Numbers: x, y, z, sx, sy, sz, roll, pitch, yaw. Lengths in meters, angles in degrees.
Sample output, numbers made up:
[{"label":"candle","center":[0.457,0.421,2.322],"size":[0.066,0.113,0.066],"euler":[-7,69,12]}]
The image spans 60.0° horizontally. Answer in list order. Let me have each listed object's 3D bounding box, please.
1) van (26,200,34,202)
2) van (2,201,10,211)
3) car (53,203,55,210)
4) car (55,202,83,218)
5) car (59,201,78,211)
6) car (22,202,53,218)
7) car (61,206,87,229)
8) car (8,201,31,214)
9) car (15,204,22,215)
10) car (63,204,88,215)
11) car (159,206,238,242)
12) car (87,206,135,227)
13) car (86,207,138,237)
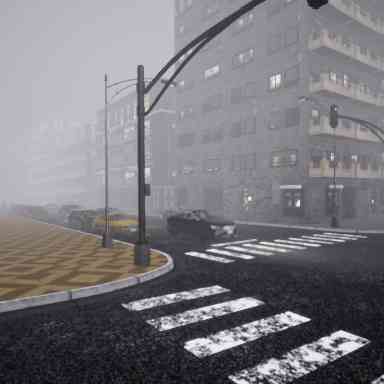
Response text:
[{"label":"van","center":[-41.613,2.831,85.121],"size":[1.690,1.788,3.998],"euler":[-2,0,-36]},{"label":"van","center":[-31.636,2.433,57.373],"size":[1.690,1.788,3.998],"euler":[-2,0,-36]},{"label":"car","center":[-23.805,2.518,56.526],"size":[1.994,1.385,4.181],"euler":[-1,-1,-37]},{"label":"car","center":[-13.241,2.118,36.738],"size":[1.837,1.490,4.892],"euler":[-1,-1,-36]},{"label":"car","center":[-21.534,2.366,57.775],"size":[1.967,1.590,4.097],"euler":[-2,0,-36]},{"label":"car","center":[-18.247,2.262,39.142],"size":[1.887,1.381,4.507],"euler":[-2,0,-36]},{"label":"car","center":[-8.209,2.002,25.470],"size":[1.947,1.339,4.313],"euler":[-2,0,-36]},{"label":"car","center":[-24.939,2.449,48.257],"size":[1.887,1.381,4.507],"euler":[-2,0,-36]},{"label":"car","center":[-21.592,2.392,43.700],"size":[1.802,1.307,4.206],"euler":[-2,0,-36]},{"label":"car","center":[-16.242,2.343,46.219],"size":[1.895,1.301,4.718],"euler":[-1,-1,-36]},{"label":"car","center":[0.403,1.724,18.131],"size":[2.128,1.511,4.902],"euler":[-1,-1,-36]},{"label":"car","center":[-6.973,1.985,28.182],"size":[2.033,1.411,5.357],"euler":[-1,-1,-36]},{"label":"car","center":[-4.764,1.865,20.776],"size":[1.752,1.417,4.829],"euler":[-2,0,-36]}]
